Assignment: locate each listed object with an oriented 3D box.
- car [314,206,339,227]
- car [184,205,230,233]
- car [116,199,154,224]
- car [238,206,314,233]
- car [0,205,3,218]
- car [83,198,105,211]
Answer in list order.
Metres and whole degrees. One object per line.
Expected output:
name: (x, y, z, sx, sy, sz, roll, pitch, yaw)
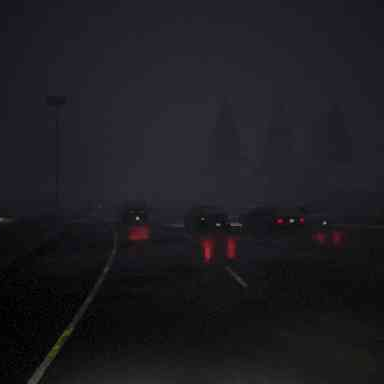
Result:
car: (7.353, 1.557, 21.971, 1.895, 1.301, 4.718, 0, 0, -15)
car: (0.820, 1.501, 19.365, 1.812, 1.442, 4.674, 0, 0, -13)
car: (-4.404, 1.490, 24.549, 1.837, 1.490, 4.892, 0, 0, -18)
car: (4.469, 1.514, 19.341, 2.033, 1.411, 5.357, 0, 0, -14)
car: (-18.155, 1.577, 29.776, 1.994, 1.385, 4.181, 0, 0, -27)
car: (-11.918, 1.511, 40.403, 1.812, 1.442, 4.674, 0, 0, -31)
